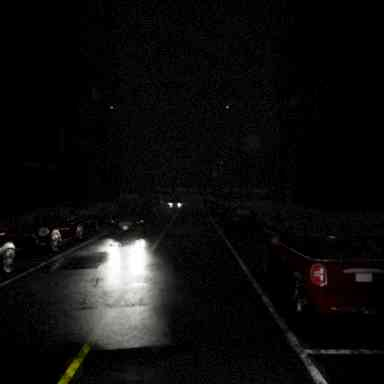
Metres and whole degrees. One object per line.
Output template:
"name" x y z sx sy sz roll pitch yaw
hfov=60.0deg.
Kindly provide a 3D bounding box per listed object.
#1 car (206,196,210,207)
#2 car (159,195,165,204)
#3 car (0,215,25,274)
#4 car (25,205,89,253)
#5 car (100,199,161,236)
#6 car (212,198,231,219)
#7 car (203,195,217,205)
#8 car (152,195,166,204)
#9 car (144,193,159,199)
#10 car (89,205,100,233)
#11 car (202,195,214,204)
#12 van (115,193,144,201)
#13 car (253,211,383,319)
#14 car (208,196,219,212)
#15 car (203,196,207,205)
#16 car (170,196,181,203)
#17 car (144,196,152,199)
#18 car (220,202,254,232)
"car" 2.793 1.368 35.627 1.802 1.307 4.206 -1 0 0
"car" -5.716 1.288 52.673 1.947 1.339 4.313 -1 0 0
"car" -5.760 1.389 7.318 1.967 1.590 4.097 0 0 0
"car" -5.755 1.353 12.989 1.967 1.590 4.097 0 0 0
"car" -3.081 1.376 17.794 2.128 1.511 4.902 0 0 0
"car" 2.782 1.397 24.290 2.008 1.369 4.403 0 0 0
"car" 2.808 1.267 52.634 1.887 1.381 4.507 -1 0 0
"car" -5.710 1.258 58.342 2.008 1.369 4.403 -1 0 0
"car" -5.728 1.076 41.333 2.192 1.841 5.009 0 0 0
"car" -5.749 1.430 18.659 2.008 1.369 4.403 0 0 0
"car" 2.814 1.273 58.303 1.947 1.339 4.313 -1 0 0
"van" -5.739 1.156 29.996 1.690 1.788 3.998 0 0 0
"car" 2.764 1.388 7.280 1.967 1.590 4.097 0 0 0
"car" 2.788 1.366 29.958 2.008 1.369 4.403 0 0 0
"car" 2.798 1.311 41.296 2.008 1.369 4.403 -1 0 0
"car" -2.969 1.303 60.249 1.895 1.301 4.718 0 0 1
"car" -5.731 1.368 35.665 1.802 1.307 4.206 0 0 0
"car" 2.777 1.461 18.620 1.802 1.307 4.206 0 0 0
